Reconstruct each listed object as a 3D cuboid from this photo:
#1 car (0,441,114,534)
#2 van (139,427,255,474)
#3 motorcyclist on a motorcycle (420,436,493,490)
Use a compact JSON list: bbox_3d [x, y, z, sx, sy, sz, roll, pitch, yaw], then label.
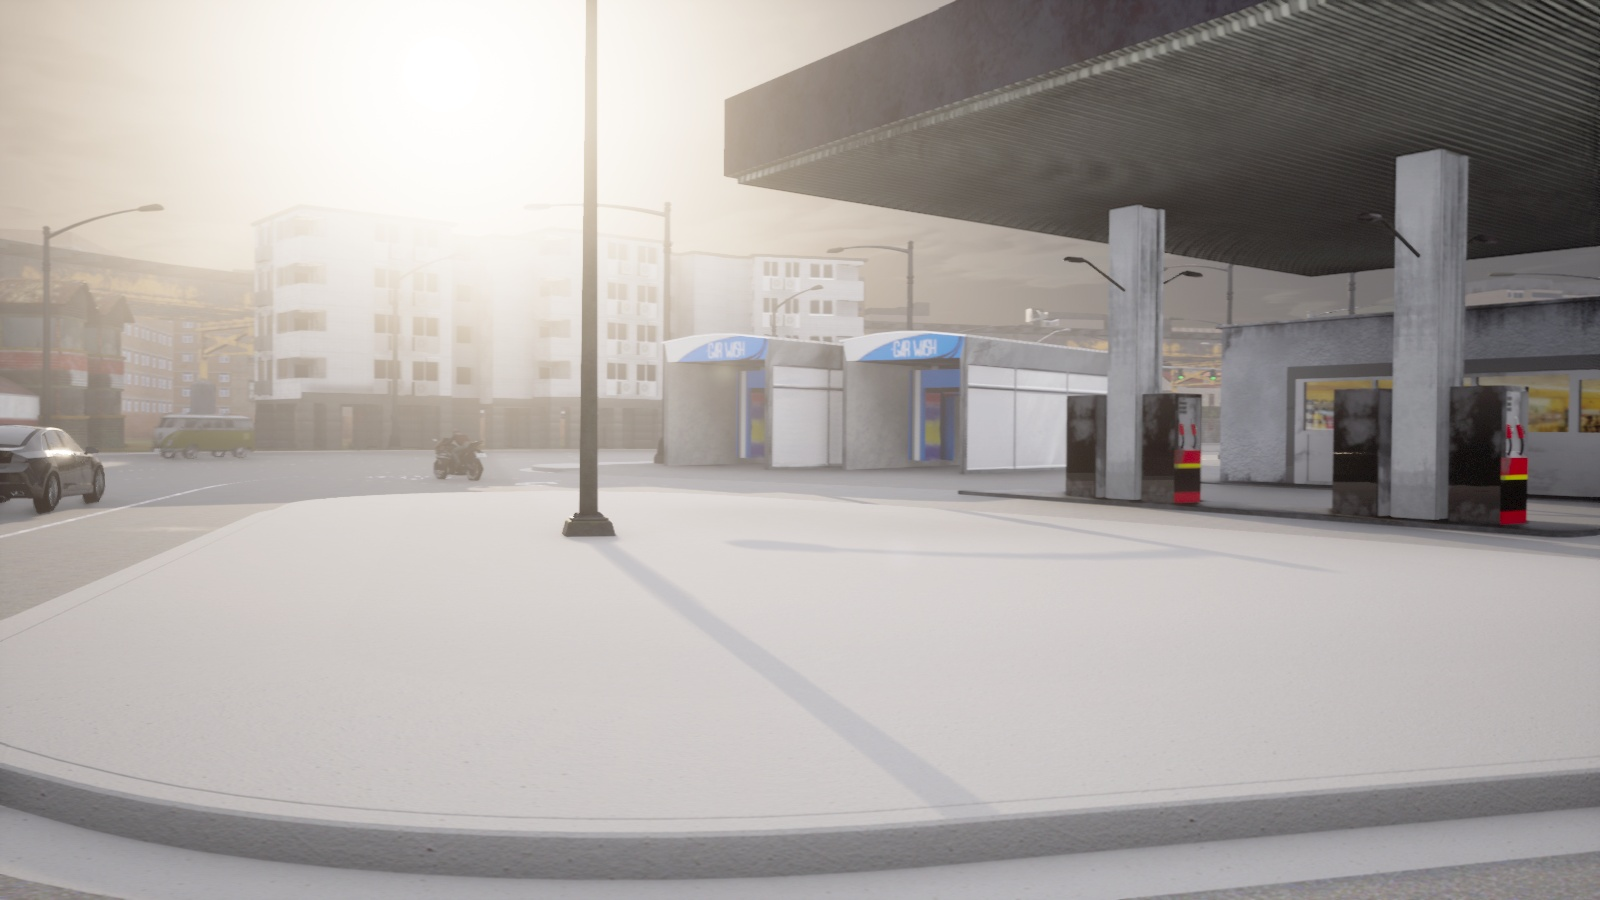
[{"bbox_3d":[-14.159,0.613,22.829,1.837,1.490,4.892,-1,1,-15],"label":"car"},{"bbox_3d":[-26.703,-0.012,55.732,1.775,1.987,4.442,-1,1,26],"label":"van"},{"bbox_3d":[-9.982,0.369,36.454,2.191,1.530,0.866,0,1,37],"label":"motorcyclist on a motorcycle"}]
